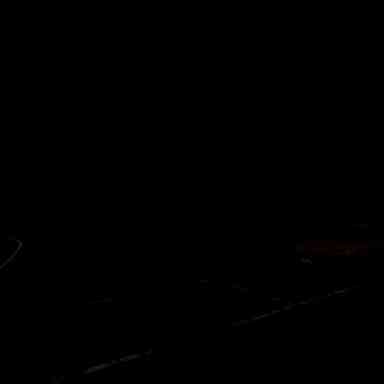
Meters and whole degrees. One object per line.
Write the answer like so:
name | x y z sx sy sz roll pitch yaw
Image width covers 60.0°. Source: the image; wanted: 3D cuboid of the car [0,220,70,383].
car | -3.980 1.315 3.688 5.009 1.841 2.192 0 0 -36

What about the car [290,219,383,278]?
car | 5.015 1.527 10.138 4.829 1.417 1.752 0 1 -34
